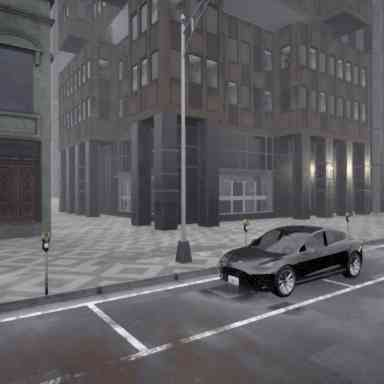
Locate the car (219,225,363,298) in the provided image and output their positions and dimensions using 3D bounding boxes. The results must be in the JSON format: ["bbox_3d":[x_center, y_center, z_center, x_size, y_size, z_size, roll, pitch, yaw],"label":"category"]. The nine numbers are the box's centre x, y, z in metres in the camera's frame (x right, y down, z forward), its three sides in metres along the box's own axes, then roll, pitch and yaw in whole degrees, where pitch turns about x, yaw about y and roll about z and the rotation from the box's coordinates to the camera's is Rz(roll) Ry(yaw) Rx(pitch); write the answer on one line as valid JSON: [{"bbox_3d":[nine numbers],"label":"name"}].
[{"bbox_3d":[2.684,1.566,8.556,4.313,1.339,1.947,0,0,-35],"label":"car"}]
